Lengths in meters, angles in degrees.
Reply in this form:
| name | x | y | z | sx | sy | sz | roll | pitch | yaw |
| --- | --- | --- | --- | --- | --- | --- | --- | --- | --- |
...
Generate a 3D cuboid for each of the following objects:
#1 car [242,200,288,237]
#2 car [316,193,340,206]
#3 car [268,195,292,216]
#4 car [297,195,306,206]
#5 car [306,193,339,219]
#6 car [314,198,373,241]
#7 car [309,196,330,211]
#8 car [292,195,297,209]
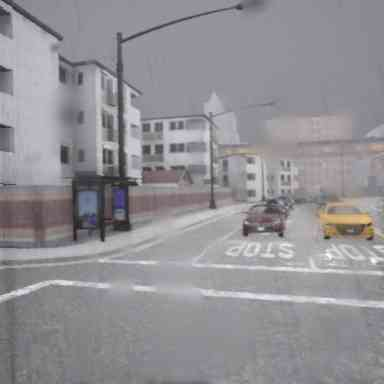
| name | x | y | z | sx | sy | sz | roll | pitch | yaw |
| --- | --- | --- | --- | --- | --- | --- | --- | --- | --- |
| car | 3.723 | 1.337 | 16.881 | 1.812 | 1.442 | 4.674 | -1 | 0 | 17 |
| car | 17.756 | 0.923 | 43.285 | 1.837 | 1.490 | 4.892 | -1 | 0 | 36 |
| car | 6.425 | 1.242 | 25.572 | 1.812 | 1.442 | 4.674 | -1 | 0 | 19 |
| car | 13.577 | 1.094 | 43.408 | 1.895 | 1.301 | 4.718 | -1 | 0 | 33 |
| car | 9.888 | 1.010 | 24.789 | 2.097 | 1.767 | 4.553 | -1 | 0 | 18 |
| car | 6.932 | 1.239 | 15.413 | 1.882 | 1.535 | 5.008 | -1 | 0 | 17 |
| car | 13.109 | 1.151 | 34.203 | 1.895 | 1.301 | 4.718 | -1 | 0 | 21 |
| car | 9.370 | 1.123 | 34.112 | 1.837 | 1.490 | 4.892 | -1 | 0 | 21 |
